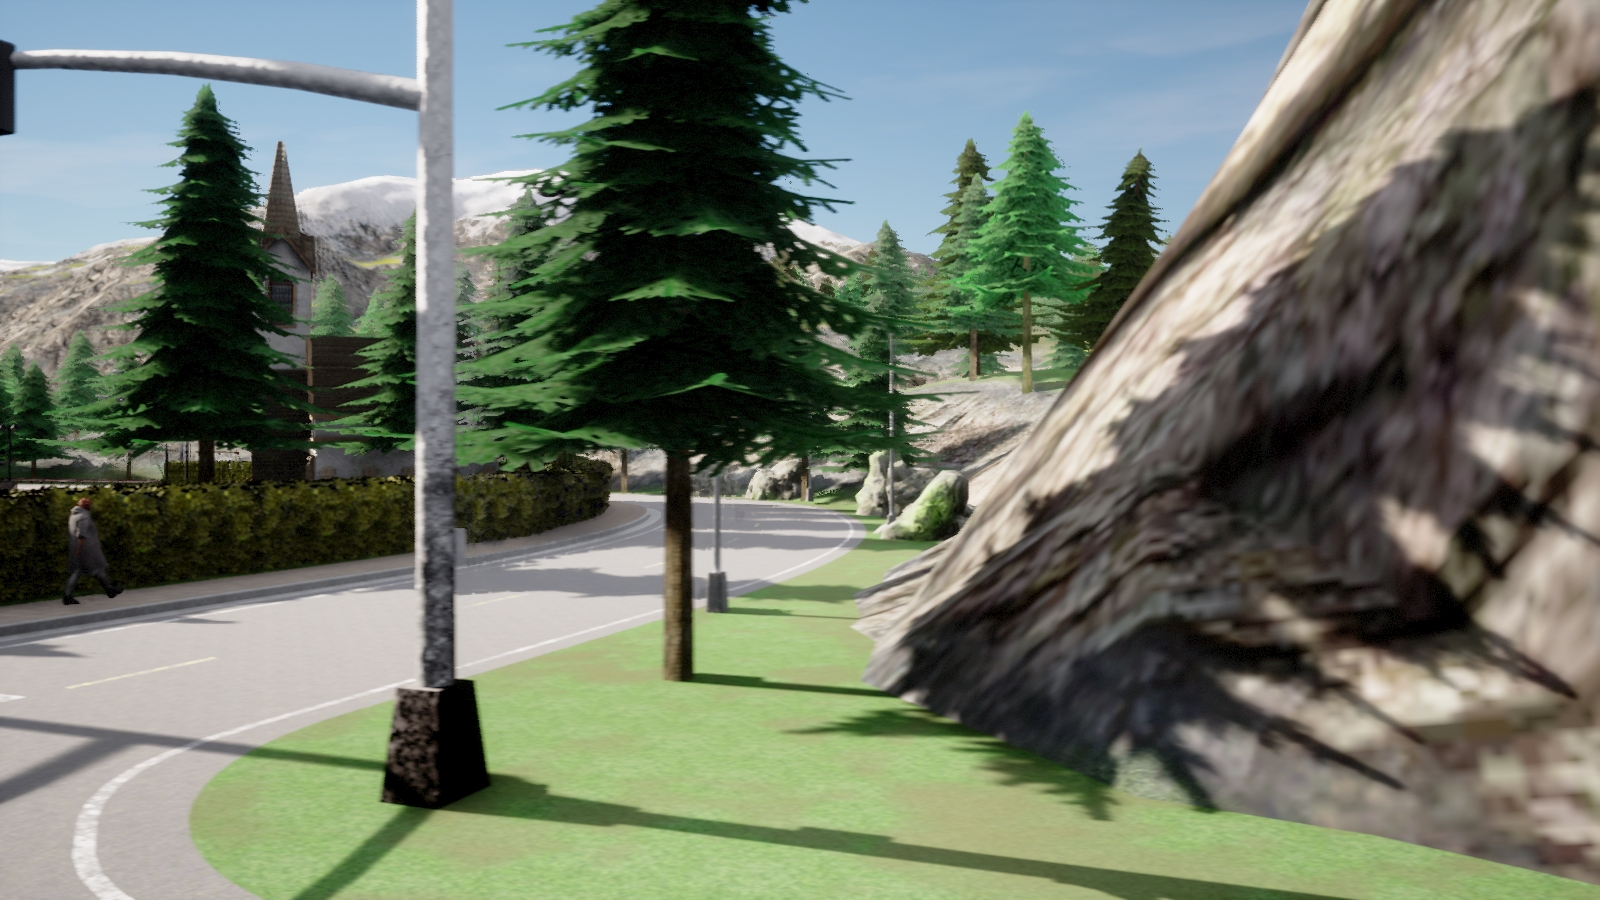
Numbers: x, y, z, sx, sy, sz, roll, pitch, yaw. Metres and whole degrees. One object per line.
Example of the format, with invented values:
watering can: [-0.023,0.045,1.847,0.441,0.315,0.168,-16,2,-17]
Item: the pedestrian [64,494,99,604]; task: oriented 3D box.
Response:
pedestrian: [-12.390,1.694,19.697,0.375,1.860,0.375,0,0,31]
